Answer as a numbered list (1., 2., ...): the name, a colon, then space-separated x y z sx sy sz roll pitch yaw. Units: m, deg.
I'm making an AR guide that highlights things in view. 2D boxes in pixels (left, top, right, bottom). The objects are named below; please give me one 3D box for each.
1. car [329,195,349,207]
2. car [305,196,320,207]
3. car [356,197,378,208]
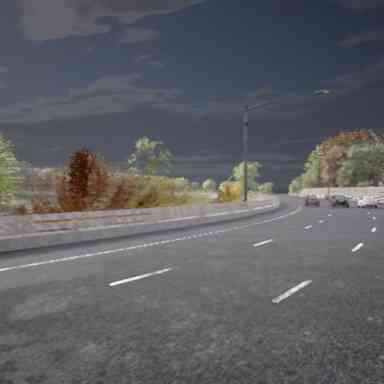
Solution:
1. car: 20.789 1.217 47.103 2.097 1.767 4.553 0 1 16
2. car: 17.769 1.326 49.171 2.128 1.511 4.902 0 0 15
3. car: 24.024 1.412 45.598 1.812 1.442 4.674 0 0 17
